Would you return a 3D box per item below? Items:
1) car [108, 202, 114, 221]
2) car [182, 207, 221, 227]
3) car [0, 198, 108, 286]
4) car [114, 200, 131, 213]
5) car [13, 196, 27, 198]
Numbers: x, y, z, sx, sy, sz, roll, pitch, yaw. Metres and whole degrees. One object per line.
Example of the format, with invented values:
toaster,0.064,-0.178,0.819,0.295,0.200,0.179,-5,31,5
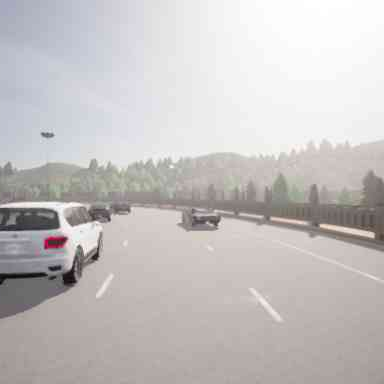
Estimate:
car,-8.205,1.713,29.306,1.837,1.490,4.892,0,0,-17
car,0.525,1.742,24.087,1.895,1.301,4.718,0,0,-13
car,-4.076,1.296,9.772,2.150,2.045,5.566,0,0,-6
car,-8.806,1.770,40.738,2.128,1.511,4.902,0,0,-23
car,-26.060,1.625,50.550,2.150,2.045,5.566,0,0,-33
